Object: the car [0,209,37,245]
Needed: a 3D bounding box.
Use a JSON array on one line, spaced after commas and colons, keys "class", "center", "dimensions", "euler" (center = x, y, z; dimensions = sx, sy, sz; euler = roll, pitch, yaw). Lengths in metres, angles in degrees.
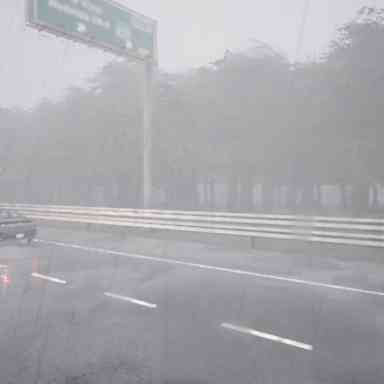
[{"class": "car", "center": [-8.664, 1.495, 14.352], "dimensions": [4.902, 1.511, 2.128], "euler": [0, 0, 36]}]
